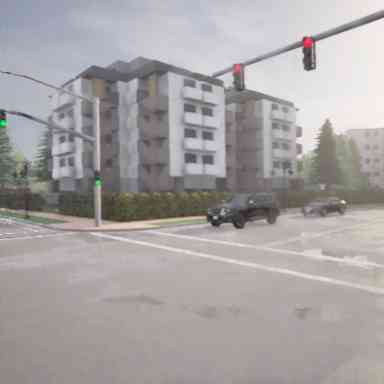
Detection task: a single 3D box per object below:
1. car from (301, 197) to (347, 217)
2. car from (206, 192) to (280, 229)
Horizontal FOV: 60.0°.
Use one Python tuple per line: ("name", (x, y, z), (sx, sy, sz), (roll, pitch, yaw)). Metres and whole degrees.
("car", (11.026, 1.195, 27.737), (4.902, 1.511, 2.128), (-1, 0, -38))
("car", (3.357, 1.071, 20.988), (5.566, 2.045, 2.150), (-1, 0, -43))
